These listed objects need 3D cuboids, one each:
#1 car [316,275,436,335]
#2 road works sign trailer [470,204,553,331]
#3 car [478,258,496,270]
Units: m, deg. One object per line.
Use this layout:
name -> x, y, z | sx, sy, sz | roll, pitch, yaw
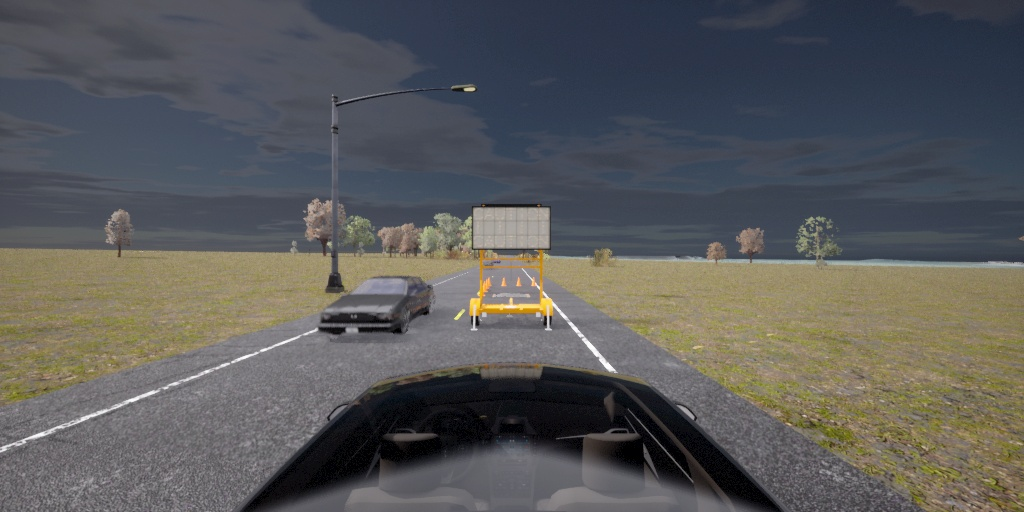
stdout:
car -> -3.622, 1.298, 10.774 | 2.033, 1.411, 5.357 | 0, 0, 0
road works sign trailer -> -0.022, 0.215, 11.030 | 2.380, 3.560, 2.880 | 0, 0, 0
car -> -3.719, 1.259, 51.904 | 1.837, 1.490, 4.892 | 0, 0, 0
